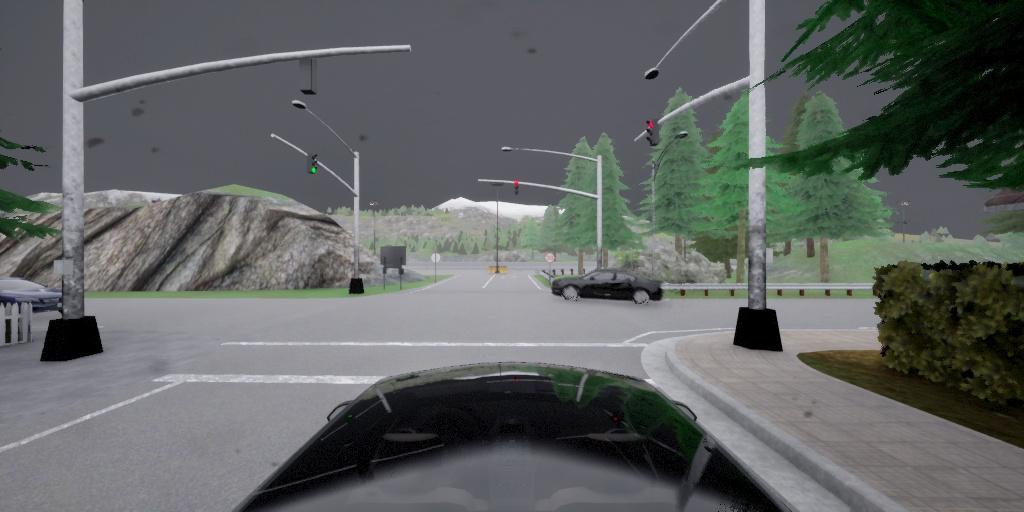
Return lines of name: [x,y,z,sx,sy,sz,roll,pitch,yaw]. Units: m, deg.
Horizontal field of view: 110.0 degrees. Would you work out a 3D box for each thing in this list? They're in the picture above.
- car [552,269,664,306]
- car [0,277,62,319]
car: [4.398,1.356,16.738,5.008,1.535,1.882,3,1,9]
car: [-18.276,1.467,12.714,4.674,1.442,1.812,0,0,0]
